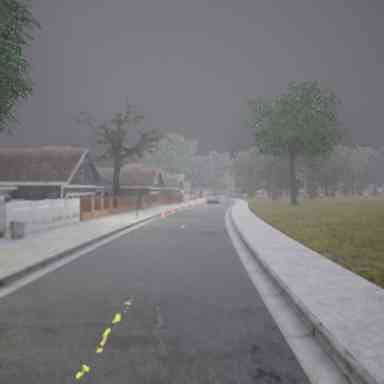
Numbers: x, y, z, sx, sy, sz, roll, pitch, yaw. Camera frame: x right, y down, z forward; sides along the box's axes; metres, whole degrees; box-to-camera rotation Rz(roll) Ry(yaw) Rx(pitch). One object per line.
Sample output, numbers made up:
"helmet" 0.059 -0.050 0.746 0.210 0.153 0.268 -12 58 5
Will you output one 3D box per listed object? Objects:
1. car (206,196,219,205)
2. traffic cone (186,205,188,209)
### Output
"car" 3.616 1.378 57.475 1.882 1.535 5.008 0 0 9
"traffic cone" -0.641 1.865 43.520 0.340 0.580 0.340 0 0 8
